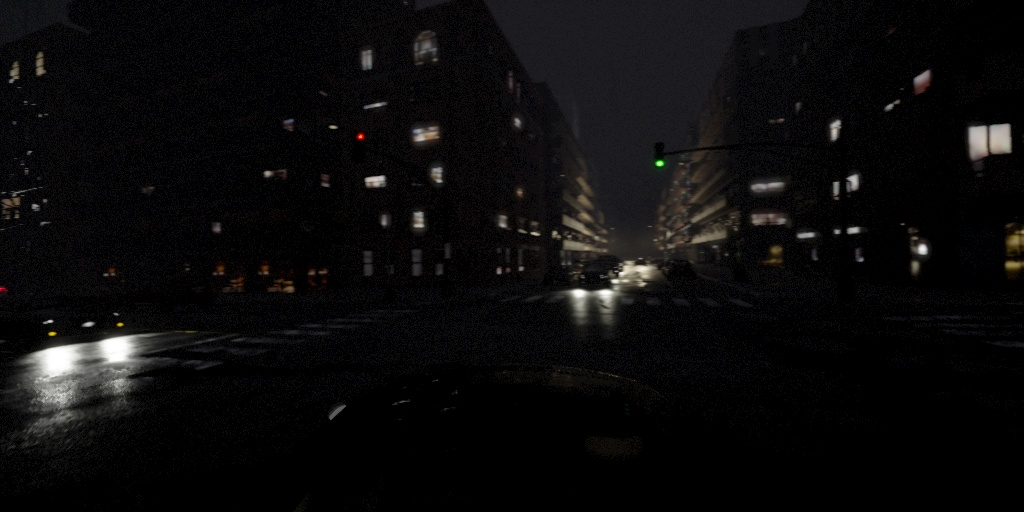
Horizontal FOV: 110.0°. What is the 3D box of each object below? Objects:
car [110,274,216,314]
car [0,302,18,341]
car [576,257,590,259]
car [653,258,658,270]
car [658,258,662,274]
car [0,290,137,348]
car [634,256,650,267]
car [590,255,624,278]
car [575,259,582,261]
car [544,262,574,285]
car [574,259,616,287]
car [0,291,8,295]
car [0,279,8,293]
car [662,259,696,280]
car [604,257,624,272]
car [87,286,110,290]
[{"bbox_3d":[-17.905,1.917,18.726,5.009,1.841,2.192,0,0,19],"label":"car"},{"bbox_3d":[-15.010,1.944,8.926,4.829,1.417,1.751,0,0,19],"label":"car"},{"bbox_3d":[7.364,1.044,36.795,2.192,1.841,5.009,0,0,19],"label":"car"},{"bbox_3d":[19.023,1.091,44.762,1.802,1.307,4.207,0,0,19],"label":"car"},{"bbox_3d":[15.274,0.985,34.033,1.967,1.591,4.097,0,0,19],"label":"car"},{"bbox_3d":[-14.826,1.988,11.596,4.181,1.385,1.994,-2,0,19],"label":"car"},{"bbox_3d":[21.736,1.084,60.686,1.994,1.385,4.181,-1,0,19],"label":"car"},{"bbox_3d":[8.998,0.902,33.685,2.150,2.045,5.566,-1,0,19],"label":"car"},{"bbox_3d":[5.434,1.273,31.271,1.751,1.417,4.829,0,0,19],"label":"car"},{"bbox_3d":[3.616,1.333,26.066,1.948,1.339,4.313,0,0,19],"label":"car"},{"bbox_3d":[5.709,1.192,24.262,1.882,1.535,5.008,-1,0,19],"label":"car"},{"bbox_3d":[-23.659,2.346,14.597,5.357,1.411,2.033,-2,0,19],"label":"car"},{"bbox_3d":[-40.616,2.790,26.911,5.566,2.045,2.150,-2,0,19],"label":"car"},{"bbox_3d":[13.400,1.004,28.669,1.967,1.591,4.097,0,0,19],"label":"car"},{"bbox_3d":[12.422,0.999,43.434,2.097,1.767,4.553,-1,0,19],"label":"car"},{"bbox_3d":[-23.264,2.374,20.547,4.507,1.381,1.888,0,0,19],"label":"car"}]
